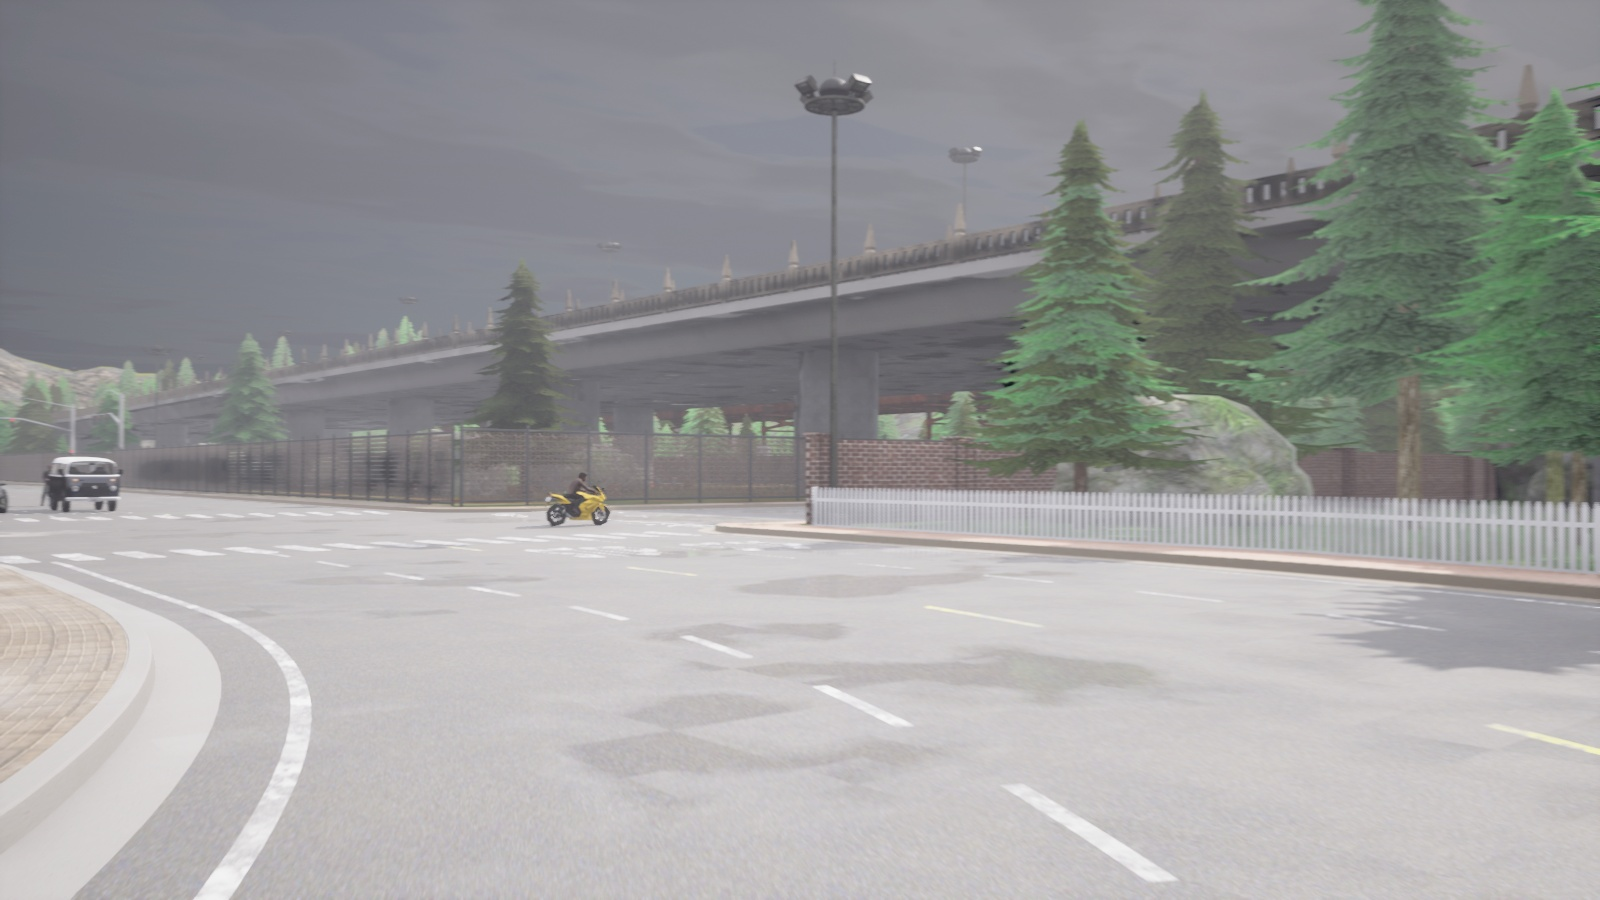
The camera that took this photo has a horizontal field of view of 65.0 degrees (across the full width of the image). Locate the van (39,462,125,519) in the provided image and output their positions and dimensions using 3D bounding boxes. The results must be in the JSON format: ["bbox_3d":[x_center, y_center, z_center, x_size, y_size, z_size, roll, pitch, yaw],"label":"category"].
[{"bbox_3d":[-26.826,1.479,46.851,2.069,2.038,4.480,0,-1,-39],"label":"van"}]

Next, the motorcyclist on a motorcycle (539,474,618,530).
[{"bbox_3d":[-6.212,1.434,35.225,2.044,1.523,0.797,0,-1,-39],"label":"motorcyclist on a motorcycle"}]

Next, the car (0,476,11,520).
[{"bbox_3d":[-29.658,1.683,44.782,2.007,1.525,4.514,0,-1,-39],"label":"car"}]
